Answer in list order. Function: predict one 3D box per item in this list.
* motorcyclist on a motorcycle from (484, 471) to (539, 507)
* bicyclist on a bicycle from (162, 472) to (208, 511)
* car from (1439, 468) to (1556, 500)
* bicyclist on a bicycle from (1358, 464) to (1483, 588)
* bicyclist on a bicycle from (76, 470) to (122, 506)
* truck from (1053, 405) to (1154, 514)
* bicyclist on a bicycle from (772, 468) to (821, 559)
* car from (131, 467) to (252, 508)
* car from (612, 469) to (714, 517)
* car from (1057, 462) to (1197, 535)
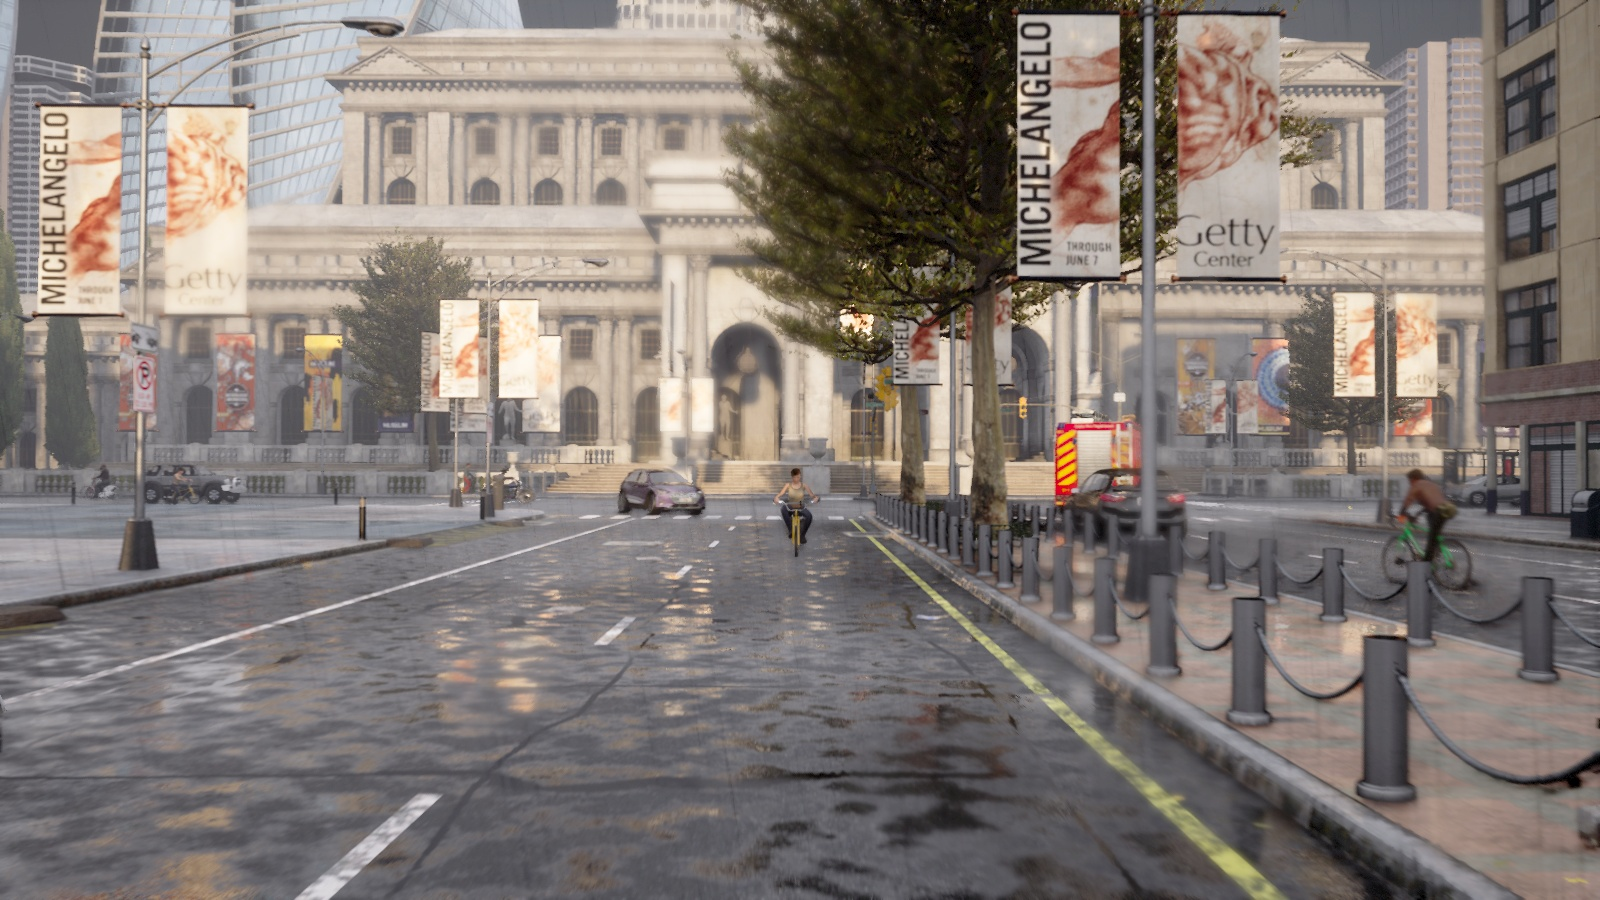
[{"bbox_3d":[-13.186,1.778,57.380,2.350,1.649,0.766,0,-1,0],"label":"motorcyclist on a motorcycle"},{"bbox_3d":[-26.396,1.758,53.892,1.509,1.612,0.866,-2,-1,0],"label":"bicyclist on a bicycle"},{"bbox_3d":[33.741,1.644,60.808,4.514,1.525,2.007,0,-1,0],"label":"car"},{"bbox_3d":[8.539,1.024,17.346,0.582,1.620,1.656,1,-2,-16],"label":"bicyclist on a bicycle"},{"bbox_3d":[-34.000,1.840,60.876,1.843,1.776,0.659,0,-1,0],"label":"bicyclist on a bicycle"},{"bbox_3d":[11.964,0.420,48.904,2.891,3.827,8.468,-1,-1,20],"label":"truck"},{"bbox_3d":[-0.062,1.138,23.066,0.866,1.612,1.509,0,-1,0],"label":"bicyclist on a bicycle"},{"bbox_3d":[-27.757,1.703,57.398,4.605,1.855,1.932,0,-1,0],"label":"car"},{"bbox_3d":[-5.061,1.530,45.678,2.033,1.649,4.856,1,-1,-28],"label":"car"},{"bbox_3d":[7.921,1.144,30.915,2.242,1.667,4.611,0,-1,0],"label":"car"}]
